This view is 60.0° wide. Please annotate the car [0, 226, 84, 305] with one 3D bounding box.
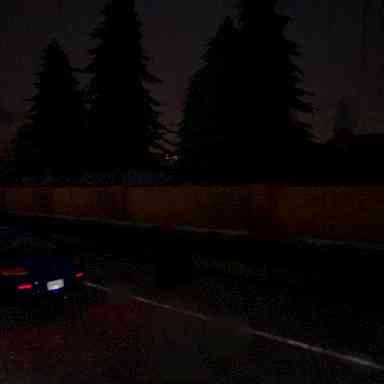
[{"bbox_3d":[-4.246,1.481,7.405,4.674,1.442,1.812,0,0,39],"label":"car"}]
